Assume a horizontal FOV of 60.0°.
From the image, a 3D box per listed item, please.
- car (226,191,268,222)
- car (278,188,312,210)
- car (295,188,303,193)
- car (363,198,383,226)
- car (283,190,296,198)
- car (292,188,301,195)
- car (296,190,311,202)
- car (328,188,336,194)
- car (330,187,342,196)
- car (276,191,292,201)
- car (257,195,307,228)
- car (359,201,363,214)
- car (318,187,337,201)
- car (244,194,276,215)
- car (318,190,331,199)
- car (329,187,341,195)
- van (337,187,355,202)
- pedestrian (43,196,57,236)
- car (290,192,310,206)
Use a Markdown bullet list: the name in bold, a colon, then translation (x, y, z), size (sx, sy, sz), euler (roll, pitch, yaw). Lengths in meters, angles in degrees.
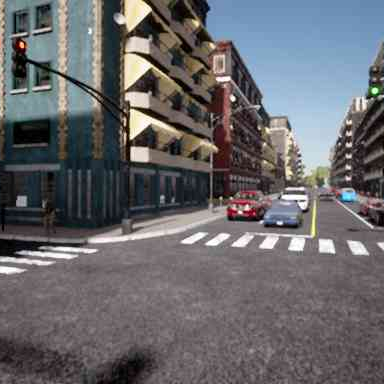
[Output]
- **car**: translation (3.799, 0.867, 22.529), size (2.192, 1.841, 5.009), euler (2, 2, 20)
- **car**: translation (8.999, 0.639, 29.053), size (2.150, 2.045, 5.566), euler (1, 1, 21)
- **car**: translation (29.043, -0.339, 90.401), size (1.802, 1.307, 4.206), euler (2, 2, 20)
- **car**: translation (11.635, 1.205, 19.578), size (1.947, 1.339, 4.313), euler (1, 2, 20)
- **car**: translation (17.390, 0.323, 59.078), size (1.947, 1.339, 4.313), euler (2, 2, 20)
- **car**: translation (25.159, -0.151, 79.959), size (1.887, 1.381, 4.507), euler (2, 2, 20)
- **car**: translation (16.166, 0.508, 48.102), size (1.837, 1.490, 4.892), euler (1, 1, 20)
- **car**: translation (36.944, -0.313, 87.600), size (1.752, 1.417, 4.829), euler (1, 2, 20)
- **car**: translation (31.061, -0.181, 71.775), size (2.192, 1.841, 5.009), euler (1, 2, 20)
- **car**: translation (13.506, 0.550, 48.637), size (1.947, 1.339, 4.313), euler (2, 2, 20)
- **car**: translation (5.489, 1.168, 19.698), size (2.033, 1.411, 5.357), euler (1, 1, 21)
- **car**: translation (13.577, 1.107, 24.798), size (1.802, 1.307, 4.206), euler (1, 2, 20)
- **car**: translation (19.229, 0.511, 47.732), size (2.128, 1.511, 4.902), euler (1, 1, 20)
- **car**: translation (5.738, 0.983, 27.756), size (1.887, 1.381, 4.507), euler (2, 2, 20)
- **car**: translation (22.848, 0.333, 57.461), size (1.812, 1.442, 4.674), euler (1, 1, 20)
- **car**: translation (33.003, -0.294, 76.994), size (2.192, 1.841, 5.009), euler (1, 2, 20)
- **van**: translation (21.350, 0.412, 45.675), size (1.690, 1.788, 3.998), euler (1, 2, 20)
- **pedestrian**: translation (-6.351, 1.024, 14.911), size (0.375, 1.860, 0.375), euler (1, 1, 21)
- **car**: translation (12.529, 0.779, 38.353), size (1.994, 1.385, 4.181), euler (1, 1, 21)
